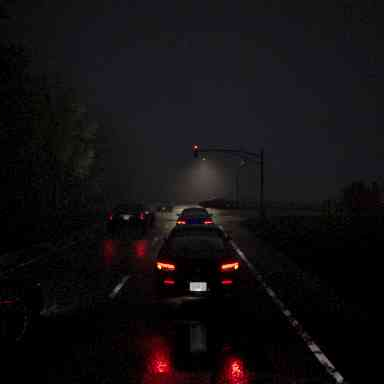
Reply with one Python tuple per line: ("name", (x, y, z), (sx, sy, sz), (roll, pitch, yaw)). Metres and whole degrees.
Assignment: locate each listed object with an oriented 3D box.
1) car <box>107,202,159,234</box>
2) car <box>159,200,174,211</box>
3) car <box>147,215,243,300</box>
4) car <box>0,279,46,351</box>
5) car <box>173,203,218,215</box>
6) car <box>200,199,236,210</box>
("car", (-3.354, 1.356, 19.158), (2.097, 1.767, 4.553), (0, 0, 0))
("car", (-3.298, 1.608, 41.537), (1.895, 1.301, 4.718), (0, 0, 0))
("car", (0.119, 1.528, 8.251), (1.812, 1.442, 4.674), (0, 0, 0))
("car", (-3.392, 1.548, 3.145), (2.033, 1.411, 5.357), (0, 0, 0))
("car", (0.140, 1.530, 17.125), (1.812, 1.442, 4.674), (0, 0, 0))
("car", (3.252, 1.608, 44.131), (2.033, 1.411, 5.357), (1, 2, -44))
